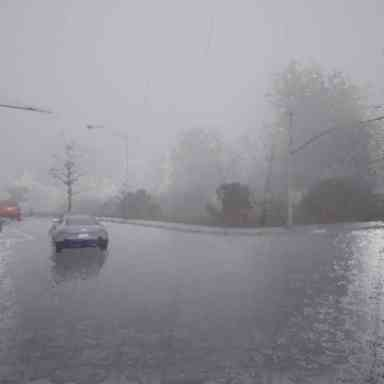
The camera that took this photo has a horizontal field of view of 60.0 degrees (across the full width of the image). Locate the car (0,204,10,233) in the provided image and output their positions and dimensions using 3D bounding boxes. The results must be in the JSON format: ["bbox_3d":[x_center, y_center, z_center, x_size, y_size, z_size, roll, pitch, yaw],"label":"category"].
[{"bbox_3d":[-12.506,1.604,19.540,2.128,1.511,4.902,1,-2,-39],"label":"car"}]

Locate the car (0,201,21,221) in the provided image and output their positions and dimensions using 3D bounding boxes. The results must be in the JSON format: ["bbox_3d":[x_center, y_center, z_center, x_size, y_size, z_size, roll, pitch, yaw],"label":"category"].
[{"bbox_3d":[-19.485,2.001,34.847,2.150,2.045,5.566,1,-3,-37],"label":"car"}]

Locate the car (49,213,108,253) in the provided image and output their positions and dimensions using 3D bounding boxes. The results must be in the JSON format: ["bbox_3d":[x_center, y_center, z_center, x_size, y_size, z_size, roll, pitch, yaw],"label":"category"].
[{"bbox_3d":[-4.829,1.586,14.014,1.994,1.385,4.181,1,-1,-25],"label":"car"}]
